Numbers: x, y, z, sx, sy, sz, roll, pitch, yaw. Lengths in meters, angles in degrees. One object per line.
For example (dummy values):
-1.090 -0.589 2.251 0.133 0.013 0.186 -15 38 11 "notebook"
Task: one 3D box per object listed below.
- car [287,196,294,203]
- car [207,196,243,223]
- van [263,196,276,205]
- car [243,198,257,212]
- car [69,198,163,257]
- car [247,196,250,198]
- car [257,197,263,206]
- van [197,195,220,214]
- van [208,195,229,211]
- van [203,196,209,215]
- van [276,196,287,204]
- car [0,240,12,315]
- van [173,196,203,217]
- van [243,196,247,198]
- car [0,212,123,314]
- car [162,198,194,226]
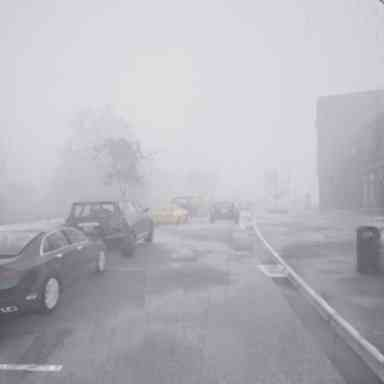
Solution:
25.517 2.351 90.871 2.163 1.488 4.792 -2 0 29 "car"
2.682 1.424 25.996 2.097 1.767 4.553 0 0 10 "car"
17.280 1.941 76.619 1.878 1.987 4.442 -2 0 28 "van"
6.728 1.772 42.518 1.994 1.385 4.181 -1 -1 17 "car"
-3.020 1.258 13.162 2.435 2.045 5.566 -3 0 5 "car"
9.717 1.725 61.605 2.435 2.045 5.566 -2 0 22 "car"
12.090 2.085 66.631 2.002 1.452 4.674 -2 0 26 "car"
2.116 1.475 40.694 1.878 1.987 4.442 -2 0 15 "van"
3.713 1.536 46.041 1.878 1.987 4.442 -2 0 16 "van"
0.692 1.421 35.287 1.878 1.987 4.442 -2 0 14 "van"
22.205 2.037 85.267 1.878 1.987 4.442 -2 0 28 "van"
-3.630 1.481 1.962 2.231 1.521 4.892 -3 0 2 "car"
-0.546 1.374 29.832 1.878 1.987 4.442 -3 0 9 "van"
7.551 1.678 56.547 1.878 1.987 4.442 -2 0 20 "van"
-3.419 1.495 7.550 2.231 1.521 4.892 -3 0 3 "car"
-1.543 1.558 24.403 1.946 1.575 5.366 -2 0 11 "car"
